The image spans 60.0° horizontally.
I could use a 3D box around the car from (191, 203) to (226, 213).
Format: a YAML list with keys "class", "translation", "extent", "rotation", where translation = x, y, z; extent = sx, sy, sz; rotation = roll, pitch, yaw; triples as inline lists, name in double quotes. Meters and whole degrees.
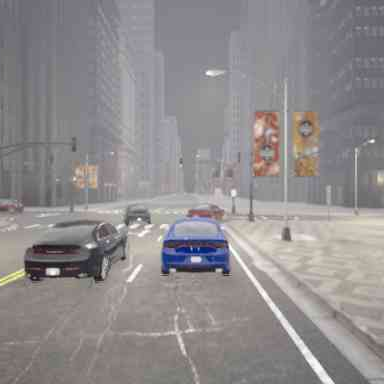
- class: "car"
  translation: [1.342, 1.676, 27.285]
  extent: [1.882, 1.535, 5.008]
  rotation: [-1, -1, 22]

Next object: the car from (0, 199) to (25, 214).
- class: "car"
  translation: [-20.652, 1.519, 36.308]
  extent: [4.097, 1.590, 1.967]
  rotation: [1, 0, 0]

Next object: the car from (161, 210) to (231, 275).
- class: "car"
  translation: [0.101, 1.554, 10.734]
  extent: [1.882, 1.535, 5.008]
  rotation: [0, -1, 0]

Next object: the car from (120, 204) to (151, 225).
- class: "car"
  translation: [-4.423, 1.687, 25.946]
  extent: [1.837, 1.490, 4.892]
  rotation: [1, 0, -16]

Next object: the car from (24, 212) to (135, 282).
- class: "car"
  translation: [-3.149, 1.575, 9.952]
  extent: [1.837, 1.490, 4.892]
  rotation: [0, 0, 0]
